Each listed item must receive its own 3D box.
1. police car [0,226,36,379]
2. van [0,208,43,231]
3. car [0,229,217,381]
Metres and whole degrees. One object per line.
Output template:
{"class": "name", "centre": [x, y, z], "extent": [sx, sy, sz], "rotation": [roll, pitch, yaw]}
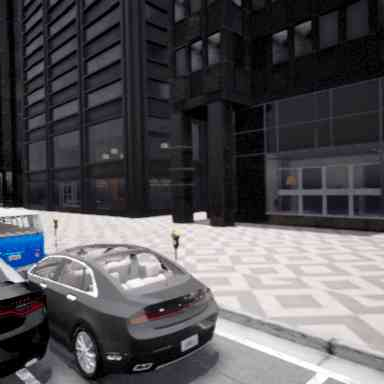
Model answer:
{"class": "police car", "centre": [-4.029, 1.451, 4.985], "extent": [5.238, 1.638, 1.930], "rotation": [-1, 1, 43]}
{"class": "van", "centre": [-5.602, 1.354, 9.325], "extent": [3.998, 1.788, 1.690], "rotation": [-1, 1, 45]}
{"class": "car", "centre": [-1.586, 1.518, 5.368], "extent": [4.403, 1.369, 2.008], "rotation": [-1, 1, 45]}
